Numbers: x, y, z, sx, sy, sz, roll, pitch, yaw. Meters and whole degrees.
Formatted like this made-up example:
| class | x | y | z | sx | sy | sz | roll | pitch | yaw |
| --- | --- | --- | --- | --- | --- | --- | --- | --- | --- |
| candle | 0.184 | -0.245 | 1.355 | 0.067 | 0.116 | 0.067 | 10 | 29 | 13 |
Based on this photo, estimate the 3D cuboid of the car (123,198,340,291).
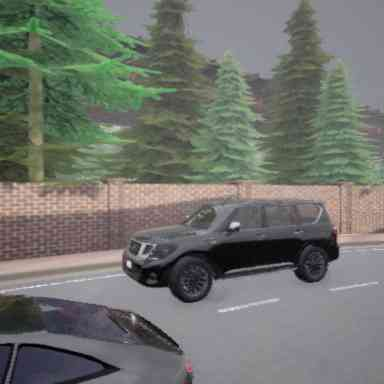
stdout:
| class | x | y | z | sx | sy | sz | roll | pitch | yaw |
| --- | --- | --- | --- | --- | --- | --- | --- | --- | --- |
| car | 1.145 | 1.188 | 8.318 | 5.566 | 2.045 | 2.150 | 0 | 0 | -26 |

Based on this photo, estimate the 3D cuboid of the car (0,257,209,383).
| class | x | y | z | sx | sy | sz | roll | pitch | yaw |
| --- | --- | --- | --- | --- | --- | --- | --- | --- | --- |
| car | -1.990 | 1.548 | 2.229 | 4.181 | 1.385 | 1.994 | 0 | 0 | -33 |
